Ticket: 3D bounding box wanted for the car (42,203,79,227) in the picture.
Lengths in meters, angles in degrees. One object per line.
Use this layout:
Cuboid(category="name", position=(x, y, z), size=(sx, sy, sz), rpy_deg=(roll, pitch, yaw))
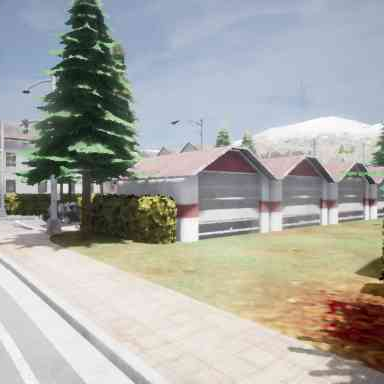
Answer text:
Cuboid(category="car", position=(-7.814, 1.520, 23.227), size=(4.892, 1.490, 1.837), rpy_deg=(0, 0, -39))
